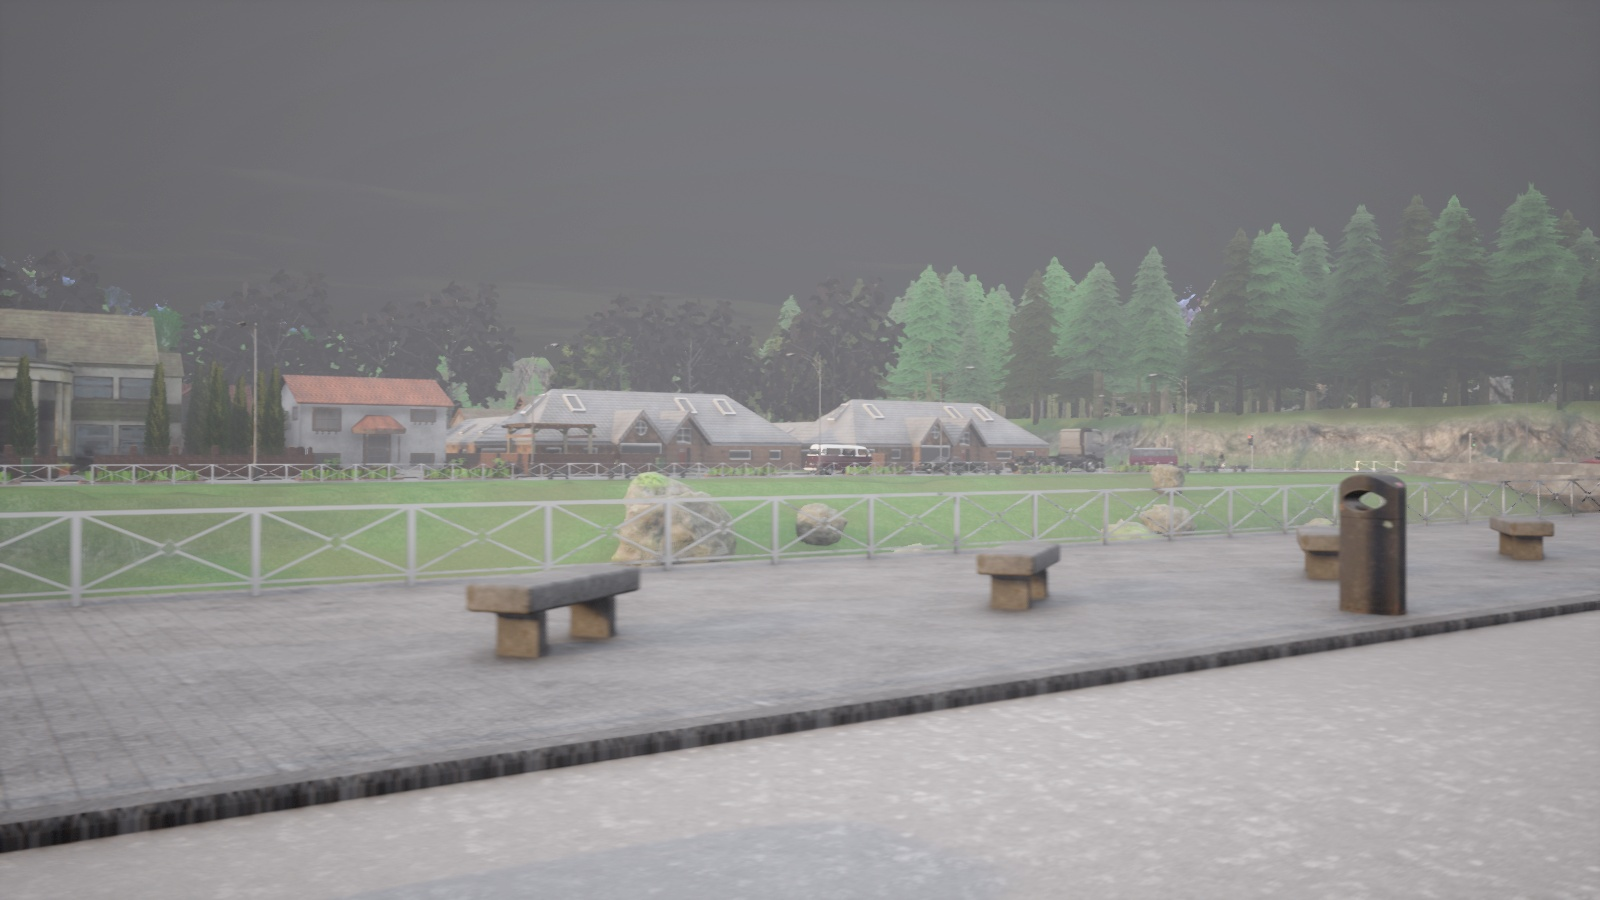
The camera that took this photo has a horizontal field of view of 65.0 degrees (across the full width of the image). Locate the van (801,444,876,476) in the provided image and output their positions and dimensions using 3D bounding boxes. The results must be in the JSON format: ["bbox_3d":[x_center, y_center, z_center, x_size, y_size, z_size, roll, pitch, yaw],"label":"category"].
[{"bbox_3d":[2.532,0.656,81.164,4.480,2.038,2.069,1,-1,-35],"label":"van"}]

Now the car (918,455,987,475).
[{"bbox_3d":[10.558,1.035,86.747,4.718,1.301,1.895,0,0,-35],"label":"car"}]

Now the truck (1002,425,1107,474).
[{"bbox_3d":[18.761,-0.050,92.458,7.936,3.462,2.891,0,0,-35],"label":"truck"}]
